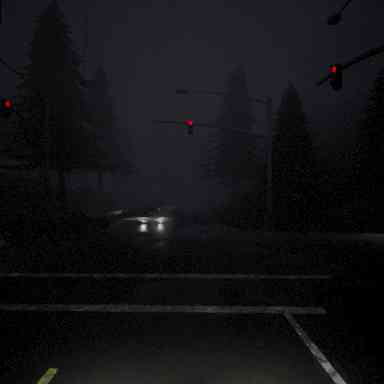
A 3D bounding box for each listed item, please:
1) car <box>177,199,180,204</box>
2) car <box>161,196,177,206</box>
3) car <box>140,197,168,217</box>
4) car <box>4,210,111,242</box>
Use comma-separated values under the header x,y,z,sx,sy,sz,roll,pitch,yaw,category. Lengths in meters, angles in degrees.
x,y,z,sx,sy,sz,roll,pitch,yaw,category
-4.071,1.564,61.705,1.994,1.385,4.181,0,0,-39,car
-4.785,1.493,55.135,2.128,1.511,4.902,0,0,-22,car
-3.614,1.525,31.339,1.812,1.442,4.674,0,0,0,car
-6.584,1.593,16.529,4.718,1.301,1.895,0,0,-39,car
